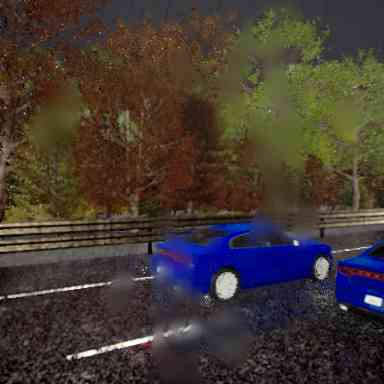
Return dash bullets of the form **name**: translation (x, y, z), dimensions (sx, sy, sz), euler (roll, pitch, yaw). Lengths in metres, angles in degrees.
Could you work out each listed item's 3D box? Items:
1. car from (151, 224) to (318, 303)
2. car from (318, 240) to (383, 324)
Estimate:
- **car**: translation (1.448, 1.547, 8.415), dimensions (5.008, 1.535, 1.882), euler (0, 0, -31)
- **car**: translation (4.908, 1.542, 6.430), dimensions (5.008, 1.535, 1.882), euler (0, -1, -31)
